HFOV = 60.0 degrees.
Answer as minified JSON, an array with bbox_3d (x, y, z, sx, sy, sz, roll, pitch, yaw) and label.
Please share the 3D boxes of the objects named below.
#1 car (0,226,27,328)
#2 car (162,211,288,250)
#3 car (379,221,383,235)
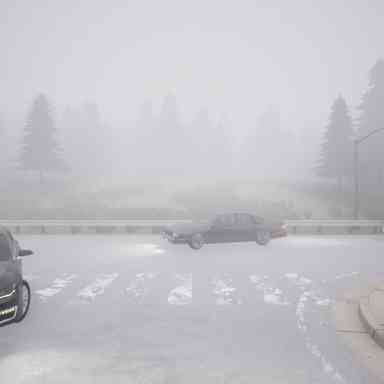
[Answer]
[{"bbox_3d":[-4.456,1.505,6.700,1.837,1.490,4.892,0,0,-28],"label":"car"},{"bbox_3d":[1.461,1.548,14.339,5.357,1.411,2.033,0,0,-20],"label":"car"},{"bbox_3d":[11.240,1.492,15.216,4.902,1.511,2.128,0,0,0],"label":"car"}]
